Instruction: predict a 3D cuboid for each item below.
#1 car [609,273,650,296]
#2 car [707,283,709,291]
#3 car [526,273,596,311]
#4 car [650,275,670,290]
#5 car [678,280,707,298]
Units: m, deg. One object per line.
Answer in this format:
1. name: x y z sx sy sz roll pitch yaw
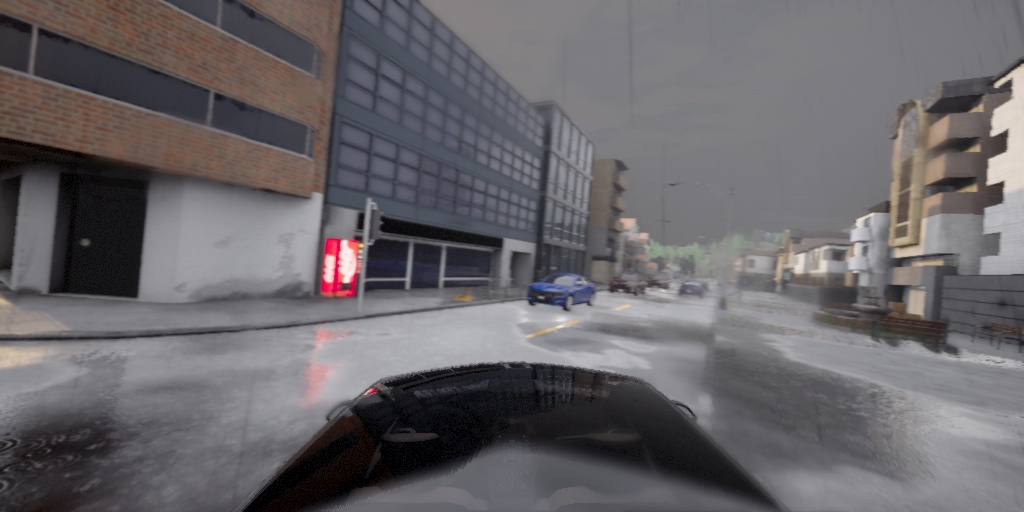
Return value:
1. car: 9.322 2.148 28.761 2.097 1.767 4.553 5 -1 30
2. car: 26.714 4.123 50.647 1.895 1.301 4.718 5 -1 30
3. car: 2.454 1.562 16.857 1.882 1.535 5.008 5 -1 30
4. car: 17.528 3.055 42.849 2.097 1.767 4.553 5 -1 30
5. car: 16.565 3.001 33.019 1.812 1.442 4.674 5 -1 30
